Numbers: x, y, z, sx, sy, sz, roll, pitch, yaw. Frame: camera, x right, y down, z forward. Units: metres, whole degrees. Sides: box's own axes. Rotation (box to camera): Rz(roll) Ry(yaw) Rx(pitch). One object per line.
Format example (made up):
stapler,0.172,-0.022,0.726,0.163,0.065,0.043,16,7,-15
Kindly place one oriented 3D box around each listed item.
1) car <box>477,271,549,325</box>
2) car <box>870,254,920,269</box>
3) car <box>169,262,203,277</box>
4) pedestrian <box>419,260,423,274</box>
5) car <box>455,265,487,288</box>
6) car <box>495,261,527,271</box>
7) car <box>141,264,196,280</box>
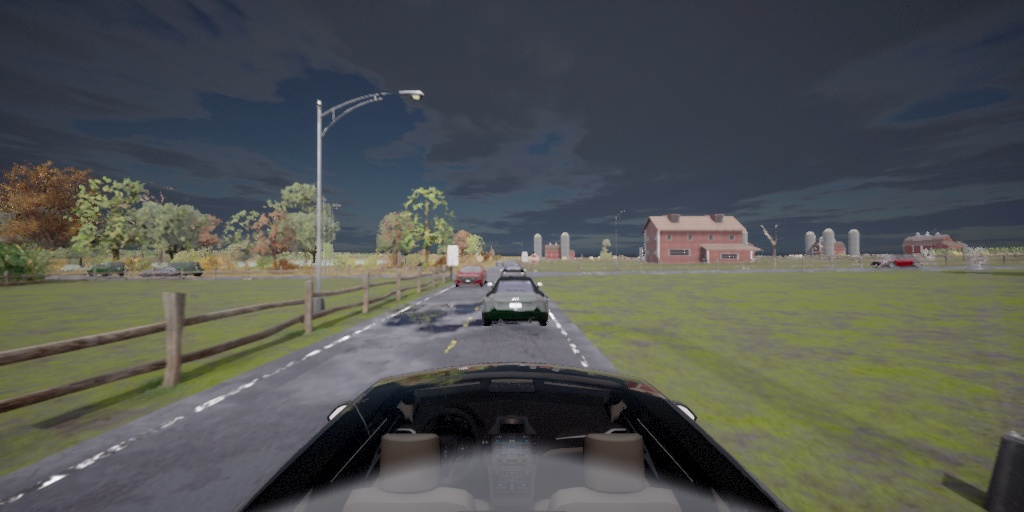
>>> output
car,0.100,1.369,12.045,1.994,1.385,4.181,0,0,0
car,47.271,0.610,44.298,4.553,1.767,2.097,-1,0,1
car,-42.797,1.768,46.166,5.566,2.045,2.150,0,0,13
pedestrian,-12.157,1.415,47.868,0.375,1.860,0.375,0,1,0
car,-2.804,1.355,25.495,1.882,1.535,5.008,0,-1,0
car,0.101,1.376,26.651,2.128,1.511,4.902,0,0,0
car,-41.682,2.077,43.215,5.357,1.411,2.033,-1,0,10
